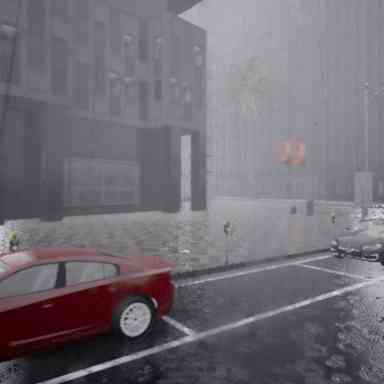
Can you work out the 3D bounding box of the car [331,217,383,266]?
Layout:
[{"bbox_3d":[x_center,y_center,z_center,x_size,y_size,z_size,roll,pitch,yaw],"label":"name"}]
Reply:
[{"bbox_3d":[6.484,1.540,11.276,4.403,1.369,2.008,0,0,-36],"label":"car"}]

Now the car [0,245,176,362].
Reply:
[{"bbox_3d":[-2.379,1.544,4.950,4.507,1.381,1.887,0,0,-36],"label":"car"}]

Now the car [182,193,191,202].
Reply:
[{"bbox_3d":[-1.616,0.833,49.648,1.994,1.385,4.181,0,1,-35],"label":"car"}]
